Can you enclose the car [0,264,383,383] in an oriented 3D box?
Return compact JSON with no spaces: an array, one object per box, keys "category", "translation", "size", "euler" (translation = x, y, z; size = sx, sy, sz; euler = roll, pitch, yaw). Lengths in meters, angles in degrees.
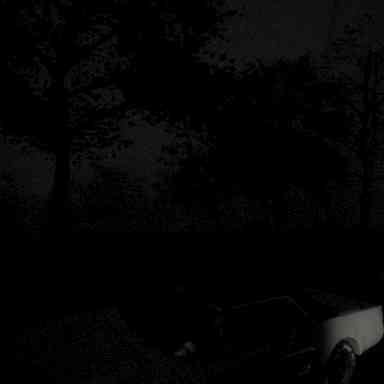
[{"category":"car","translation":[-0.011,1.606,3.584],"size":[4.718,1.301,1.895],"euler":[0,0,-34]}]
